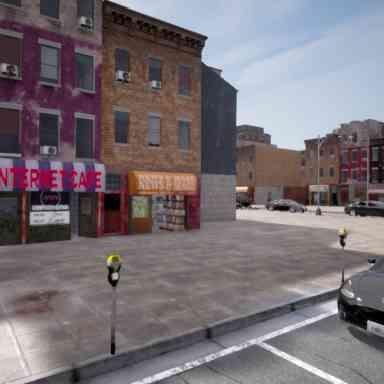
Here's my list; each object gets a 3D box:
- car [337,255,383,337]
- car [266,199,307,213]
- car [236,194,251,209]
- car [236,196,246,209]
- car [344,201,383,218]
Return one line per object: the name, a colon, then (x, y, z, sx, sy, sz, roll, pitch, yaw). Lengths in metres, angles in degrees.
car: (4.409, 1.567, 5.943, 4.313, 1.339, 1.947, 0, 0, -35)
car: (10.359, 1.547, 36.706, 2.128, 1.511, 4.902, 1, 0, -35)
car: (6.042, 1.326, 47.883, 2.150, 2.045, 5.566, 1, 0, -35)
car: (4.360, 1.624, 45.151, 2.033, 1.411, 5.357, 1, 0, -36)
car: (15.843, 1.542, 28.975, 1.837, 1.490, 4.892, 1, 0, -35)
